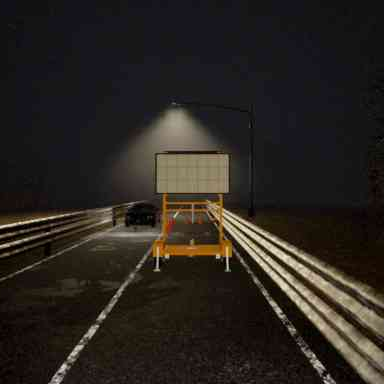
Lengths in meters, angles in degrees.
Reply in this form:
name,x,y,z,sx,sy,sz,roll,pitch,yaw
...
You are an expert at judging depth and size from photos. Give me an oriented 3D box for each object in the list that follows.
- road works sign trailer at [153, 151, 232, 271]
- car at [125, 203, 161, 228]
name,x,y,z,sx,sy,sz,roll,pitch,yaw
road works sign trailer,0.024,0.468,10.860,2.380,3.560,2.880,0,0,0
car,-3.222,1.486,22.412,1.882,1.535,5.008,0,0,0
